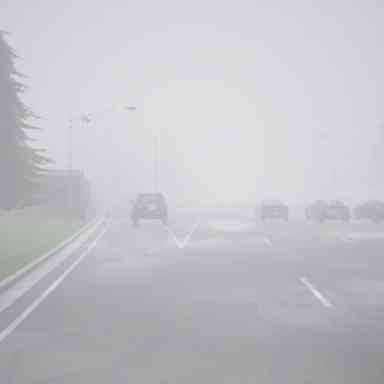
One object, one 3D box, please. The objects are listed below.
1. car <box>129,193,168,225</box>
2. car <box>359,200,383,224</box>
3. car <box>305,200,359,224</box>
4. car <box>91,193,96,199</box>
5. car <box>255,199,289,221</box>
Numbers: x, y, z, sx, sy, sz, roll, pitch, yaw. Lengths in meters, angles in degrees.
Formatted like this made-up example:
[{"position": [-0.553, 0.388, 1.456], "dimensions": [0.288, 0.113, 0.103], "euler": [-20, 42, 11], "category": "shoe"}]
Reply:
[{"position": [-3.014, 1.050, 22.696], "dimensions": [2.150, 2.045, 5.566], "euler": [0, 0, -13], "category": "car"}, {"position": [12.716, 1.281, 22.681], "dimensions": [2.128, 1.511, 4.902], "euler": [0, 0, 4], "category": "car"}, {"position": [9.224, 1.287, 22.934], "dimensions": [2.128, 1.511, 4.902], "euler": [0, 0, 4], "category": "car"}, {"position": [-25.125, 0.928, 82.775], "dimensions": [2.128, 1.511, 4.902], "euler": [0, 1, -29], "category": "car"}, {"position": [5.855, 1.267, 24.803], "dimensions": [1.882, 1.535, 5.008], "euler": [0, 0, 4], "category": "car"}]
